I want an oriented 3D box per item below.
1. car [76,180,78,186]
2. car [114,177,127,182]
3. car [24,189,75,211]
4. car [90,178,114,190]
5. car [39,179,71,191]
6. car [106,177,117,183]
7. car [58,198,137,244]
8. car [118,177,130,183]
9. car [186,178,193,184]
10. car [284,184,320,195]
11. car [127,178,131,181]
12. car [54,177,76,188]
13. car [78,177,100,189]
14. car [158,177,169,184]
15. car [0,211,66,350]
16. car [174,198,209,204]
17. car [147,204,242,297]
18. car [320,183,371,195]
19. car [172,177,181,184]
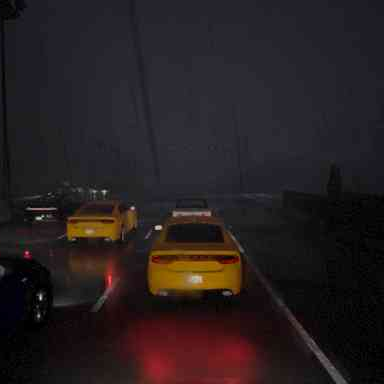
[{"bbox_3d":[-21.494,-1.670,64.257,2.128,1.511,4.902,0,3,0],"label":"car"},{"bbox_3d":[-14.518,-1.695,64.526,1.882,1.535,5.008,0,3,0],"label":"car"},{"bbox_3d":[-7.022,0.864,17.620,2.128,1.511,4.902,0,3,0],"label":"car"},{"bbox_3d":[-14.453,-1.094,53.960,1.837,1.490,4.892,0,3,-1],"label":"car"},{"bbox_3d":[-17.914,-0.505,42.865,2.128,1.511,4.902,0,3,0],"label":"car"},{"bbox_3d":[-21.673,-3.159,89.328,1.812,1.442,4.674,0,3,0],"label":"car"},{"bbox_3d":[-3.493,1.060,13.709,1.882,1.535,5.008,0,3,0],"label":"car"},{"bbox_3d":[-18.173,-3.154,89.325,2.128,1.511,4.902,0,3,0],"label":"car"},{"bbox_3d":[-0.652,-2.841,86.558,2.128,1.511,4.902,0,3,0],"label":"car"},{"bbox_3d":[13.812,-0.308,41.396,4.718,1.301,1.895,0,3,2],"label":"car"},{"bbox_3d":[-14.561,-2.132,74.740,1.895,1.301,4.718,0,3,0],"label":"car"},{"bbox_3d":[-21.486,-1.403,54.404,2.150,2.045,5.566,0,3,0],"label":"car"},{"bbox_3d":[-18.005,-1.328,58.667,1.812,1.442,4.674,0,4,0],"label":"car"},{"bbox_3d":[-7.648,-2.827,86.045,2.128,1.511,4.902,0,3,0],"label":"car"},{"bbox_3d":[-3.426,1.313,3.878,2.097,1.767,4.553,0,1,0],"label":"car"},{"bbox_3d":[-0.021,0.972,17.754,1.895,1.301,4.718,0,3,0],"label":"car"},{"bbox_3d":[0.045,1.315,8.386,1.882,1.535,5.008,0,2,0],"label":"car"},{"bbox_3d":[17.671,-0.219,37.771,4.902,1.511,2.128,0,3,2],"label":"car"},{"bbox_3d":[-4.148,-2.877,86.069,1.882,1.535,5.008,0,3,0],"label":"car"}]
